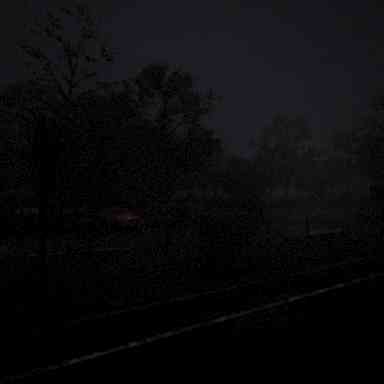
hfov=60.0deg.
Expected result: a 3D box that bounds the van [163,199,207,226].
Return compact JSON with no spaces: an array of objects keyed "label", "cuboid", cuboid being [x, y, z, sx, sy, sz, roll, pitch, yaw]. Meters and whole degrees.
[{"label":"van","cuboid":[-0.575,1.559,26.182,1.878,1.987,4.442,1,-1,-36]}]

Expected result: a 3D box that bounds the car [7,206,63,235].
[{"label":"car","cuboid":[-9.673,1.604,19.818,2.231,1.521,4.892,1,-1,-36]}]

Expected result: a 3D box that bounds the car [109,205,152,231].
[{"label":"car","cuboid":[-5.054,1.690,22.897,1.946,1.575,5.366,1,-1,-36]}]

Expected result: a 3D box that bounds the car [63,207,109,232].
[{"label":"car","cuboid":[-7.437,1.677,21.459,2.163,1.488,4.792,1,-1,-36]}]

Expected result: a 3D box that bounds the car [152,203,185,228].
[{"label":"car","cuboid":[-2.920,1.768,24.687,2.163,1.488,4.792,1,-1,-36]}]
